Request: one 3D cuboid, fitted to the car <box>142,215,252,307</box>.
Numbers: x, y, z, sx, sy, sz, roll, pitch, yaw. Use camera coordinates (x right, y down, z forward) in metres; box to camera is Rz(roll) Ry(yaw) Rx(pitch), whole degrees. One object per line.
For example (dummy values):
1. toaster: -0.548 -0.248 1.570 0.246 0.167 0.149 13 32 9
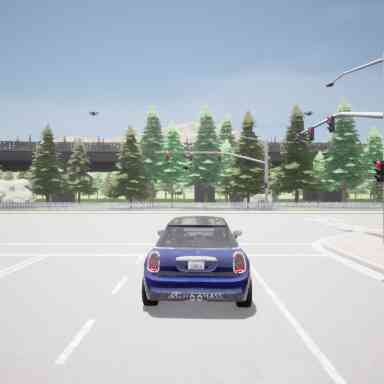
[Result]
1. car: 0.173 1.352 8.152 2.097 1.767 4.553 0 0 3
